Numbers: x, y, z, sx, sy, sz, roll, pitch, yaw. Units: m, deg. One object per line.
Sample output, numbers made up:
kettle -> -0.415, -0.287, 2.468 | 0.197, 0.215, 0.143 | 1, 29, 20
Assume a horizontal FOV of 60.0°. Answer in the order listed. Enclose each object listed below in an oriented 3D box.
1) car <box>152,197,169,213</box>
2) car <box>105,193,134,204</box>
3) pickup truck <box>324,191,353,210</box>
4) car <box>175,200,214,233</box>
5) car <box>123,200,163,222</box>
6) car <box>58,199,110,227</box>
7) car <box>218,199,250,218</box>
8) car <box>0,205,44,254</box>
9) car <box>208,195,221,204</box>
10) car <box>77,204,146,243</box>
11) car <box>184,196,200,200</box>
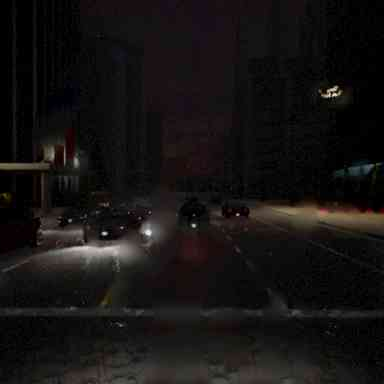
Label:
car -> -3.506, 1.328, 35.018 | 1.882, 1.535, 5.008 | 0, 0, 0
car -> -7.006, 1.084, 32.181 | 2.150, 2.045, 5.566 | 0, 0, 0
pickup truck -> 16.614, 0.899, 37.532 | 2.390, 2.098, 6.274 | 0, 0, 31
car -> 0.097, 1.423, 19.169 | 1.837, 1.490, 4.892 | 0, 0, 0
car -> -3.557, 1.495, 24.897 | 1.895, 1.301, 4.718 | 0, 0, 0
car -> -7.075, 1.412, 21.775 | 1.837, 1.490, 4.892 | 0, 0, 0
car -> 3.593, 1.480, 28.306 | 1.895, 1.301, 4.718 | 0, 0, 0
car -> -7.092, 1.302, 11.621 | 2.097, 1.767, 4.553 | 0, 0, 0
car -> 3.564, 1.255, 52.326 | 1.882, 1.535, 5.008 | 0, 0, 0
car -> -3.583, 1.497, 15.608 | 1.994, 1.385, 4.181 | 0, 0, 0
car -> 0.014, 1.319, 44.171 | 1.837, 1.490, 4.892 | 0, 1, 0
